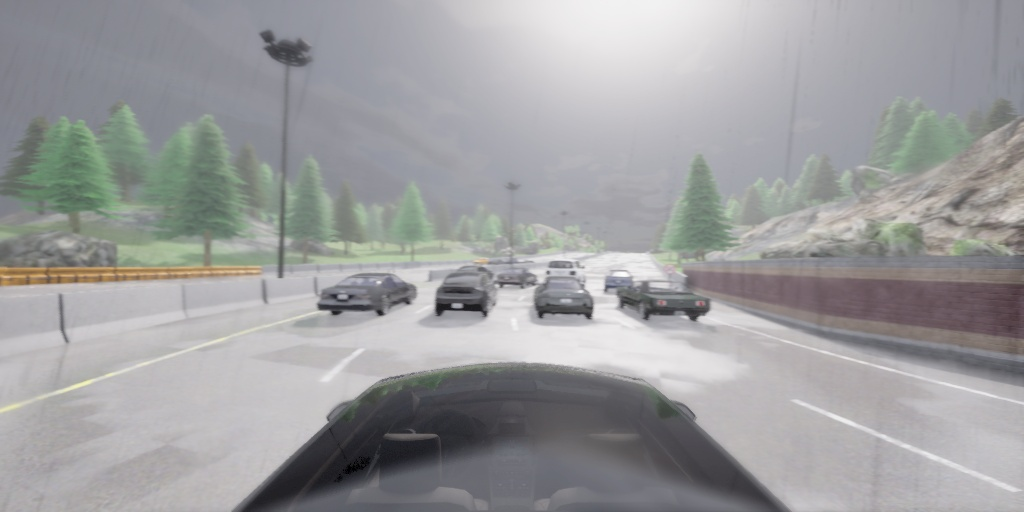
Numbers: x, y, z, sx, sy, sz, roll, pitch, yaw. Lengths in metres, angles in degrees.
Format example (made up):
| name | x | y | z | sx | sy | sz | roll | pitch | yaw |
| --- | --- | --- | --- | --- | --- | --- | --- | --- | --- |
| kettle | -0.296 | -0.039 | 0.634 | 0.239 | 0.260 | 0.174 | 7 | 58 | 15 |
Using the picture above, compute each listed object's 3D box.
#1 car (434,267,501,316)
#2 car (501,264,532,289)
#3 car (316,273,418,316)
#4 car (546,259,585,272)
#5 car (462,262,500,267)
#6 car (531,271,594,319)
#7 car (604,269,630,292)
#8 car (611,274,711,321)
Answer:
| name | x | y | z | sx | sy | sz | roll | pitch | yaw |
| --- | --- | --- | --- | --- | --- | --- | --- | --- | --- |
| car | -1.636 | 1.343 | 13.806 | 1.837 | 1.490 | 4.892 | 1 | 0 | 2 |
| car | 0.417 | 1.530 | 25.855 | 2.033 | 1.411 | 5.357 | 1 | 0 | 18 |
| car | -5.163 | 1.334 | 13.595 | 2.033 | 1.411 | 5.357 | 1 | -1 | 2 |
| car | 3.765 | 1.233 | 24.829 | 2.150 | 2.045 | 5.566 | 1 | 0 | 18 |
| car | -2.815 | 1.460 | 27.202 | 1.837 | 1.490 | 4.892 | 1 | 0 | 18 |
| car | 1.861 | 1.448 | 13.698 | 1.994 | 1.385 | 4.181 | 1 | 0 | 3 |
| car | 7.097 | 1.596 | 23.765 | 2.033 | 1.411 | 5.357 | 1 | 0 | 18 |
| car | 5.340 | 1.531 | 13.443 | 1.895 | 1.301 | 4.718 | 1 | -1 | 2 |
